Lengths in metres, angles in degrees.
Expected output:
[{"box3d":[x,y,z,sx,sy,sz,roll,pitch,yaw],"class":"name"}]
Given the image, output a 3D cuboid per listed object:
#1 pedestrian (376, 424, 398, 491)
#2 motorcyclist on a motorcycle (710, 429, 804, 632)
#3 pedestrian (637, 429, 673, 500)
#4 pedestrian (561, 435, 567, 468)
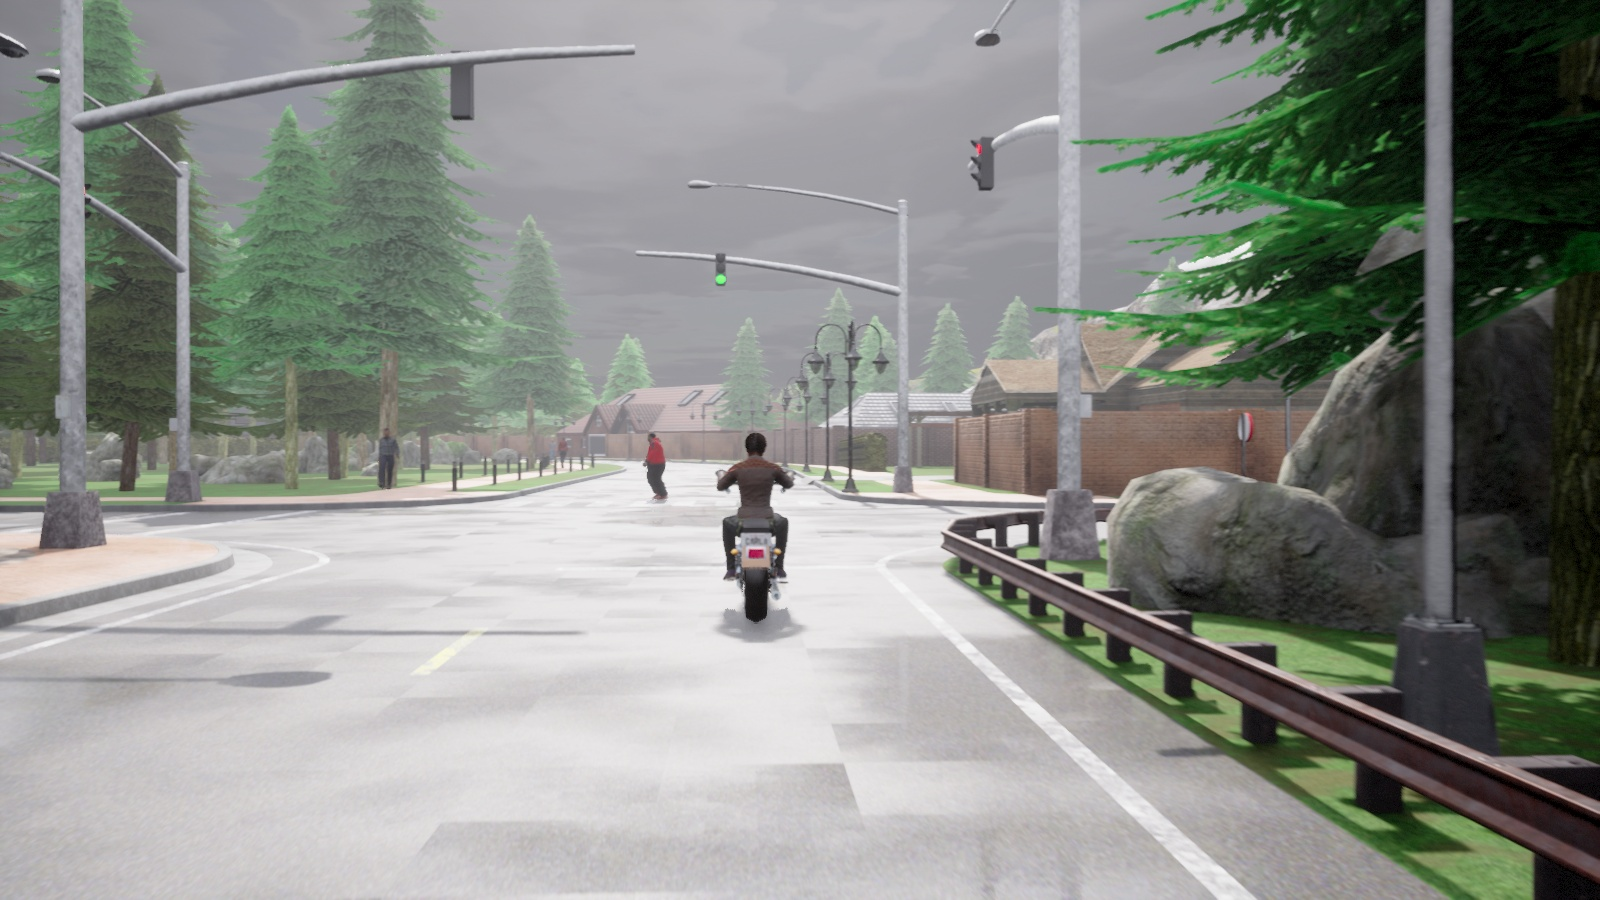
[{"box3d":[-12.009,0.218,36.545,0.423,1.949,0.788,0,0,-3],"class":"pedestrian"},{"box3d":[-0.391,0.650,11.391,0.766,1.649,2.350,0,0,-2],"class":"motorcyclist on a motorcycle"},{"box3d":[-3.785,0.367,32.754,0.899,1.844,0.634,0,0,-4],"class":"pedestrian"},{"box3d":[-13.301,0.077,70.807,0.331,1.846,0.636,0,0,-11],"class":"pedestrian"}]
